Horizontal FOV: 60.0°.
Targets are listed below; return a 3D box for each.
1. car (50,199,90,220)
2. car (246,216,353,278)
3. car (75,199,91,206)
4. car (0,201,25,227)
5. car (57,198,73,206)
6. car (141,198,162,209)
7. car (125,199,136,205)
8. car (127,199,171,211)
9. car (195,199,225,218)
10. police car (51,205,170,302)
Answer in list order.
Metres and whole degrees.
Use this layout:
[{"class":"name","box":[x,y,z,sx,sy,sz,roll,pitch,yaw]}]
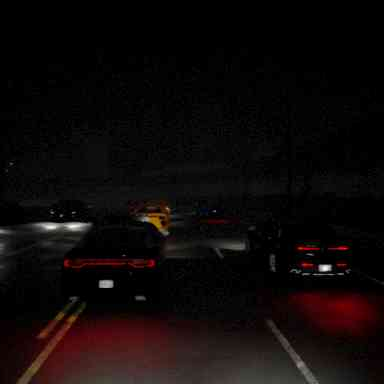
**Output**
[{"class":"car","box":[-8.809,1.272,24.215,1.837,1.490,4.892,1,0,-6]},{"class":"car","box":[2.938,1.485,10.084,1.837,1.490,4.892,1,0,-3]},{"class":"car","box":[-20.784,2.052,63.291,1.895,1.301,4.718,1,-2,-29]},{"class":"car","box":[-11.980,1.281,20.608,1.812,1.442,4.674,1,0,-5]},{"class":"car","box":[-22.848,1.871,59.718,2.033,1.411,5.357,1,-2,-27]},{"class":"car","box":[-5.550,1.497,45.109,1.994,1.385,4.181,1,-1,-18]},{"class":"car","box":[-10.237,1.870,57.908,1.895,1.301,4.718,1,-2,-24]},{"class":"car","box":[-2.177,1.359,18.174,1.882,1.535,5.008,1,0,-3]},{"class":"car","box":[1.470,1.355,28.546,1.882,1.535,5.008,1,0,-7]},{"class":"police car","box":[-1.618,1.364,8.297,1.930,1.638,5.238,1,0,-3]}]
